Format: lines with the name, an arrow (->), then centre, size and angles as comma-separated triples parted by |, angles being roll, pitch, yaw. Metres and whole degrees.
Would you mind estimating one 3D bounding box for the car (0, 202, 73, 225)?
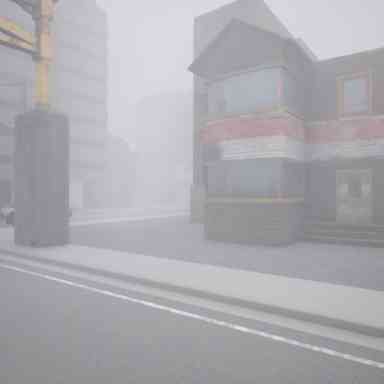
car -> -10.732, 1.450, 23.536 | 2.038, 1.542, 4.974 | 0, 0, 16
